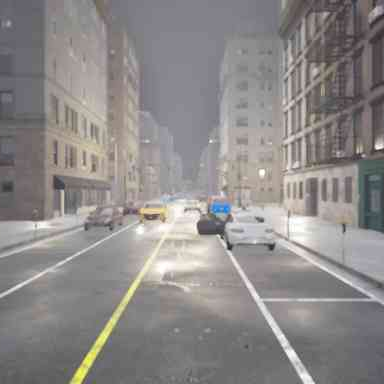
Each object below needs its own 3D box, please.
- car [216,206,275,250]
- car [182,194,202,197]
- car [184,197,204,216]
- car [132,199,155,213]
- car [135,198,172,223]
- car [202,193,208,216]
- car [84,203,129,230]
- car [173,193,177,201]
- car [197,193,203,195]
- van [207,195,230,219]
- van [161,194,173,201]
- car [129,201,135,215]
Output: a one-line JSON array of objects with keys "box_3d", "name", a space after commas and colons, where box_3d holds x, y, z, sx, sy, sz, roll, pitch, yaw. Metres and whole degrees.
[{"box_3d": [2.230, 1.523, 14.118, 1.812, 1.442, 4.674, 0, 0, 0], "name": "car"}, {"box_3d": [0.012, 1.474, 48.370, 2.128, 1.511, 4.902, 0, 0, 0], "name": "car"}, {"box_3d": [0.054, 1.591, 37.545, 1.895, 1.301, 4.718, 0, 0, 1], "name": "car"}, {"box_3d": [-5.382, 1.556, 37.303, 1.947, 1.339, 4.313, 0, 0, 0], "name": "car"}, {"box_3d": [-2.832, 1.472, 25.370, 1.882, 1.535, 5.008, 0, 0, 0], "name": "car"}, {"box_3d": [2.643, 1.305, 37.302, 2.192, 1.841, 5.009, 0, 0, 0], "name": "car"}, {"box_3d": [-5.385, 1.578, 20.770, 1.802, 1.307, 4.206, 0, 0, 0], "name": "car"}, {"box_3d": [-5.393, 1.535, 80.080, 1.947, 1.339, 4.313, 0, 0, 0], "name": "car"}, {"box_3d": [2.716, 1.286, 74.673, 2.192, 1.841, 5.009, 0, 0, 0], "name": "car"}, {"box_3d": [2.642, 1.333, 31.791, 1.690, 1.788, 3.998, 0, 0, 0], "name": "van"}, {"box_3d": [-5.398, 1.316, 69.267, 1.690, 1.788, 3.998, 0, 0, 0], "name": "van"}, {"box_3d": [-5.383, 1.537, 31.793, 1.887, 1.381, 4.507, 0, 0, 0], "name": "car"}]
